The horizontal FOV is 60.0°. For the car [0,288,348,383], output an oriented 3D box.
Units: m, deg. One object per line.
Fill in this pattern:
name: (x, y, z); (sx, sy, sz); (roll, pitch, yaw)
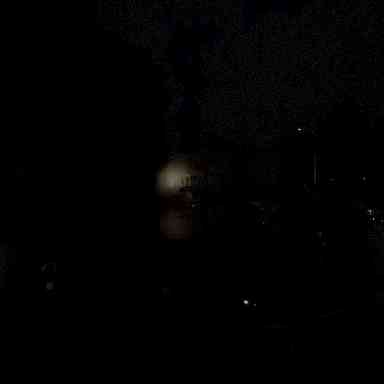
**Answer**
car: (-0.620, 1.566, 2.360); (4.313, 1.339, 1.947); (0, 0, -35)

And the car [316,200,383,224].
car: (11.560, 1.383, 24.360); (2.097, 1.767, 4.553); (1, 0, -36)

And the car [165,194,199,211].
car: (-1.415, 1.295, 42.591); (2.150, 2.045, 5.566); (1, 0, -35)

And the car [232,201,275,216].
car: (5.877, 1.576, 32.313); (1.812, 1.442, 4.674); (1, 0, -35)
